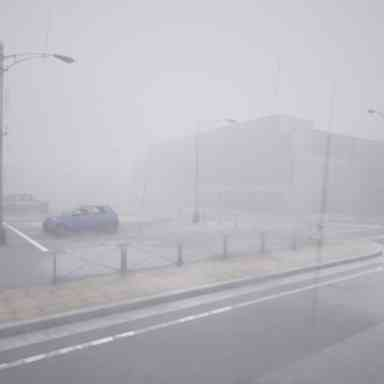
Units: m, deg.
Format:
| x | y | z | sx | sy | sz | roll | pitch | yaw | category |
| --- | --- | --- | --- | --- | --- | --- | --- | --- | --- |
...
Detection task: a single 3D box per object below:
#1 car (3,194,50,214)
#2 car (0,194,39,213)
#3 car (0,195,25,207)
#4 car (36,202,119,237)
| x | y | z | sx | sy | sz | roll | pitch | yaw | category |
| --- | --- | --- | --- | --- | --- | --- | --- | --- | --- |
| -16.181 | 1.144 | 32.293 | 4.605 | 1.855 | 1.932 | 1 | 0 | -35 | car |
| -18.182 | 1.120 | 34.439 | 3.866 | 1.878 | 1.905 | 1 | 0 | -35 | car |
| -25.506 | 1.198 | 44.930 | 5.027 | 1.636 | 2.152 | 1 | 0 | -35 | car |
| -5.658 | 1.417 | 16.974 | 3.633 | 1.501 | 1.845 | 1 | 0 | -35 | car |
